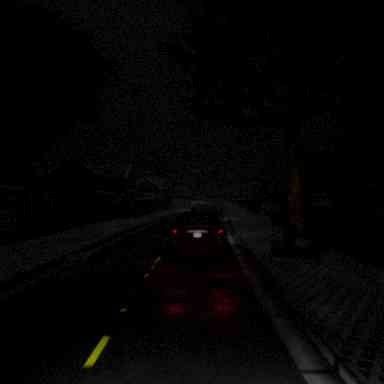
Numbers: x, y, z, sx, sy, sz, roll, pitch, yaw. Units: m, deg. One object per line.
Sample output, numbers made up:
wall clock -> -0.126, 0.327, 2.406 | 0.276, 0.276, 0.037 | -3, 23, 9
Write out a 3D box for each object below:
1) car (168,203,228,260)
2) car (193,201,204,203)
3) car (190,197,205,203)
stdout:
car -> 0.296, 1.503, 13.359 | 2.097, 1.767, 4.553 | 0, -1, 3
car -> 1.374, 1.814, 29.053 | 1.882, 1.535, 5.008 | 0, 0, 6
car -> 0.960, 1.937, 56.452 | 2.150, 2.045, 5.566 | 0, -1, 5
